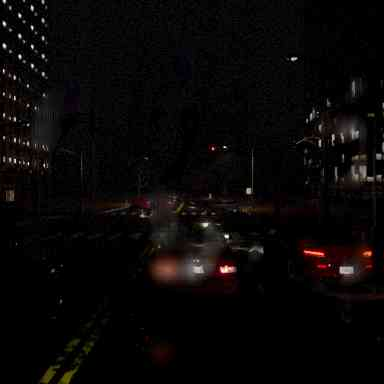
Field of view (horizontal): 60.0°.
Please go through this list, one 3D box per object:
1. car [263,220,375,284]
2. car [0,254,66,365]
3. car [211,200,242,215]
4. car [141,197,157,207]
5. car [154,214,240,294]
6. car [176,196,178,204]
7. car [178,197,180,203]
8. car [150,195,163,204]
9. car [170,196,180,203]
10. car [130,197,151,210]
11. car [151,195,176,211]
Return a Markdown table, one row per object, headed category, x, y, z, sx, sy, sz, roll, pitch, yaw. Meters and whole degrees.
| category | x | y | z | sx | sy | sz | roll | pitch | yaw |
| --- | --- | --- | --- | --- | --- | --- | --- | --- | --- |
| car | 3.336 | 1.522 | 9.489 | 1.812 | 1.442 | 4.674 | 0 | 0 | 0 |
| car | -3.278 | 1.563 | 4.326 | 1.994 | 1.385 | 4.181 | 0 | 0 | 1 |
| car | 3.377 | 1.503 | 33.035 | 1.812 | 1.442 | 4.674 | -1 | 0 | -16 |
| car | -6.676 | 1.470 | 52.197 | 1.812 | 1.442 | 4.674 | 0 | 0 | 0 |
| car | 0.087 | 1.544 | 8.904 | 2.033 | 1.411 | 5.357 | 0 | 0 | 0 |
| car | -3.419 | 1.455 | 49.547 | 1.837 | 1.490 | 4.892 | 0 | 0 | 0 |
| car | -3.425 | 1.421 | 59.167 | 2.128 | 1.511 | 4.902 | 0 | 0 | 0 |
| car | -6.681 | 1.427 | 62.562 | 1.837 | 1.490 | 4.892 | 0 | 0 | 0 |
| car | -3.441 | 1.471 | 69.201 | 1.994 | 1.385 | 4.181 | 0 | 0 | -1 |
| car | -6.662 | 1.441 | 42.276 | 1.882 | 1.535 | 5.008 | 0 | 0 | 0 |
| car | -3.407 | 1.319 | 40.655 | 2.097 | 1.767 | 4.553 | 0 | 0 | 0 |
